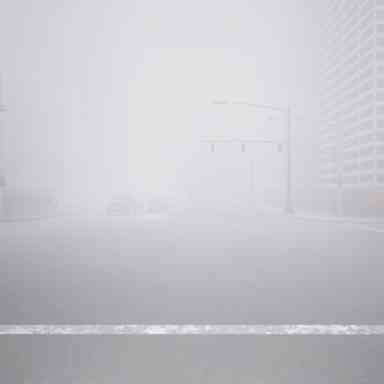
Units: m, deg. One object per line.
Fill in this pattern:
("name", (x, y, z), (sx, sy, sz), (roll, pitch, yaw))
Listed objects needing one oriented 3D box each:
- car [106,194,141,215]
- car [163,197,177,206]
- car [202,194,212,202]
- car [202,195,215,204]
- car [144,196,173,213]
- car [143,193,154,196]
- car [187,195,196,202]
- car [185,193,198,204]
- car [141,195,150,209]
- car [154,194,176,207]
("car", (-7.152, 1.221, 34.507), (2.150, 2.045, 5.566), (0, 0, 2))
("car", (-3.701, 1.564, 56.459), (1.994, 1.385, 4.181), (0, 0, 0))
("car", (3.353, 1.355, 74.548), (2.097, 1.767, 4.553), (0, 0, 0))
("car", (3.466, 1.526, 64.646), (1.812, 1.442, 4.674), (0, 0, 0))
("car", (-3.676, 1.492, 37.430), (2.128, 1.511, 4.902), (0, 0, 0))
("car", (-7.200, 1.221, 55.283), (2.150, 2.045, 5.566), (0, 0, 0))
("car", (-0.150, 1.382, 74.397), (1.994, 1.385, 4.181), (0, 0, 0))
("car", (-0.128, 1.221, 63.726), (2.150, 2.045, 5.566), (0, 0, 0))
("car", (-7.191, 1.547, 44.759), (2.033, 1.411, 5.357), (0, 0, 0))
("car", (-3.690, 1.352, 46.646), (2.097, 1.767, 4.553), (0, 0, 0))
